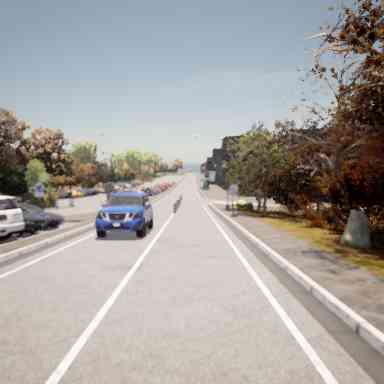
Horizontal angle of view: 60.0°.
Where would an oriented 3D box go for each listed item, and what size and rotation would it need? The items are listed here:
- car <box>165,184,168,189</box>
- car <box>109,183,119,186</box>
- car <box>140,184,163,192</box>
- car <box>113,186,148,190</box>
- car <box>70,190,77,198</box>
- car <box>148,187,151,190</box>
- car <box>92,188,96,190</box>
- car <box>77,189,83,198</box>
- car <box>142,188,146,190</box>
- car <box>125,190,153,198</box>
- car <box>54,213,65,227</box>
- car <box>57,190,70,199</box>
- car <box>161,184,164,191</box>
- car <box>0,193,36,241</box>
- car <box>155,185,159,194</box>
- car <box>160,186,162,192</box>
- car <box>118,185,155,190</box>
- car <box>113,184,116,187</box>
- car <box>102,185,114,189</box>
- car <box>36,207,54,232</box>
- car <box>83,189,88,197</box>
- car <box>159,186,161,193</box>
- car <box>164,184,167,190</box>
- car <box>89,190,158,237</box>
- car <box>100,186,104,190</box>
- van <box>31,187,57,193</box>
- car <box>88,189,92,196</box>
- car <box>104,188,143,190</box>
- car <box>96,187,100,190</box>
[{"bbox_3d":[-9.943,-0.785,91.303,5.008,1.535,2.097,0,3,0],"label":"car"},{"bbox_3d":[-23.073,-0.883,88.411,5.566,2.045,2.435,0,3,0],"label":"car"},{"bbox_3d":[-10.045,-0.364,80.164,4.553,1.767,2.185,0,3,0],"label":"car"},{"bbox_3d":[-10.192,0.336,55.093,4.553,1.767,2.185,0,1,0],"label":"car"},{"bbox_3d":[-23.254,0.448,57.889,4.792,1.488,2.163,0,1,0],"label":"car"},{"bbox_3d":[-10.140,0.423,57.873,5.008,1.535,2.097,0,1,0],"label":"car"},{"bbox_3d":[-23.155,0.169,68.920,5.008,1.535,2.097,0,2,0],"label":"car"},{"bbox_3d":[-23.394,0.368,60.681,5.366,1.575,1.946,0,1,0],"label":"car"},{"bbox_3d":[-10.207,0.523,52.309,4.792,1.488,2.163,0,1,0],"label":"car"},{"bbox_3d":[-10.106,0.319,63.455,4.892,1.521,2.231,0,1,0],"label":"car"},{"bbox_3d":[-10.052,1.448,19.717,4.792,1.488,2.163,0,0,0],"label":"car"},{"bbox_3d":[-23.245,0.499,54.977,4.674,1.452,2.002,0,1,0],"label":"car"},{"bbox_3d":[-10.029,-0.488,82.942,4.553,1.767,2.185,0,3,0],"label":"car"},{"bbox_3d":[-10.138,1.188,14.165,5.566,2.045,2.435,0,0,0],"label":"car"},{"bbox_3d":[-10.032,-0.046,71.809,4.553,1.767,2.185,0,2,0],"label":"car"},{"bbox_3d":[-10.059,-0.095,77.386,4.792,1.488,2.163,0,2,0],"label":"car"},{"bbox_3d":[-10.157,0.124,60.662,5.566,2.045,2.435,0,1,0],"label":"car"},{"bbox_3d":[-23.067,-0.492,85.639,5.008,1.535,2.097,0,3,0],"label":"car"},{"bbox_3d":[-22.893,-0.363,82.851,5.366,1.575,1.946,0,3,0],"label":"car"},{"bbox_3d":[-10.100,1.429,16.941,5.008,1.535,2.097,0,0,0],"label":"car"},{"bbox_3d":[-23.378,0.311,63.476,5.366,1.575,1.946,0,1,0],"label":"car"},{"bbox_3d":[-10.017,0.011,74.600,4.792,1.488,2.163,0,2,0],"label":"car"},{"bbox_3d":[-9.958,-0.636,88.517,5.008,1.535,2.097,0,3,0],"label":"car"},{"bbox_3d":[-3.275,1.051,17.177,2.150,2.045,5.566,0,0,0],"label":"car"},{"bbox_3d":[-23.120,-0.020,74.624,4.892,1.521,2.231,0,2,0],"label":"car"},{"bbox_3d":[-23.147,0.296,49.515,4.442,1.987,1.878,1,1,0],"label":"van"},{"bbox_3d":[-23.147,0.279,66.130,4.792,1.488,2.163,0,1,0],"label":"car"},{"bbox_3d":[-10.165,0.553,49.525,4.792,1.488,2.163,0,1,0],"label":"car"},{"bbox_3d":[-23.138,0.081,71.708,5.008,1.535,2.097,0,2,0],"label":"car"}]
